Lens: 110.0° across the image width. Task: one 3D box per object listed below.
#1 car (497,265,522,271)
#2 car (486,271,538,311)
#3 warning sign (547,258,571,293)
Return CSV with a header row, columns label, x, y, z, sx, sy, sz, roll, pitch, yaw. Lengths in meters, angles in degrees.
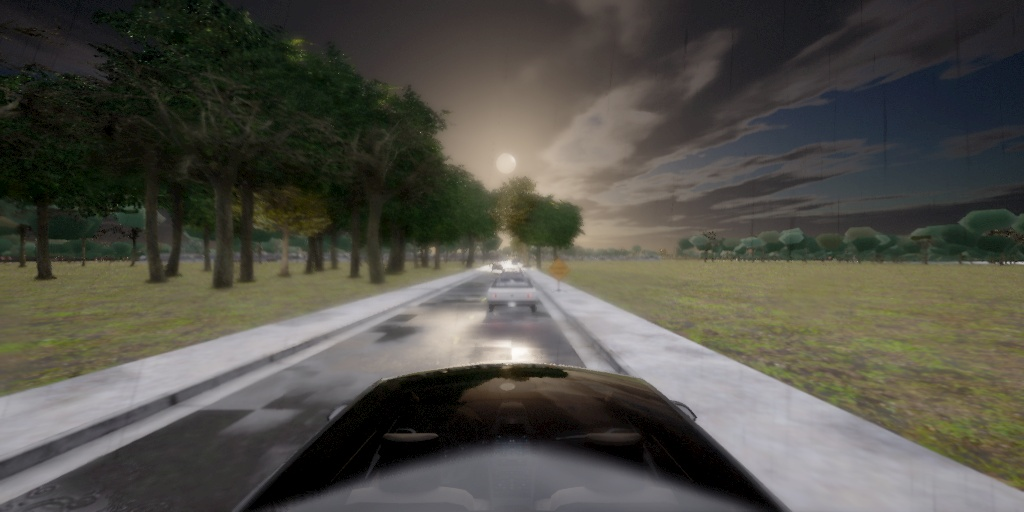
label,x,y,z,sx,sy,sz,roll,pitch,yaw
car,0.024,1.635,30.107,1.895,1.301,4.718,0,-1,0
car,0.020,1.485,15.100,1.895,1.301,4.718,0,-1,0
warning sign,2.522,1.042,19.362,1.300,1.860,1.060,0,0,0
